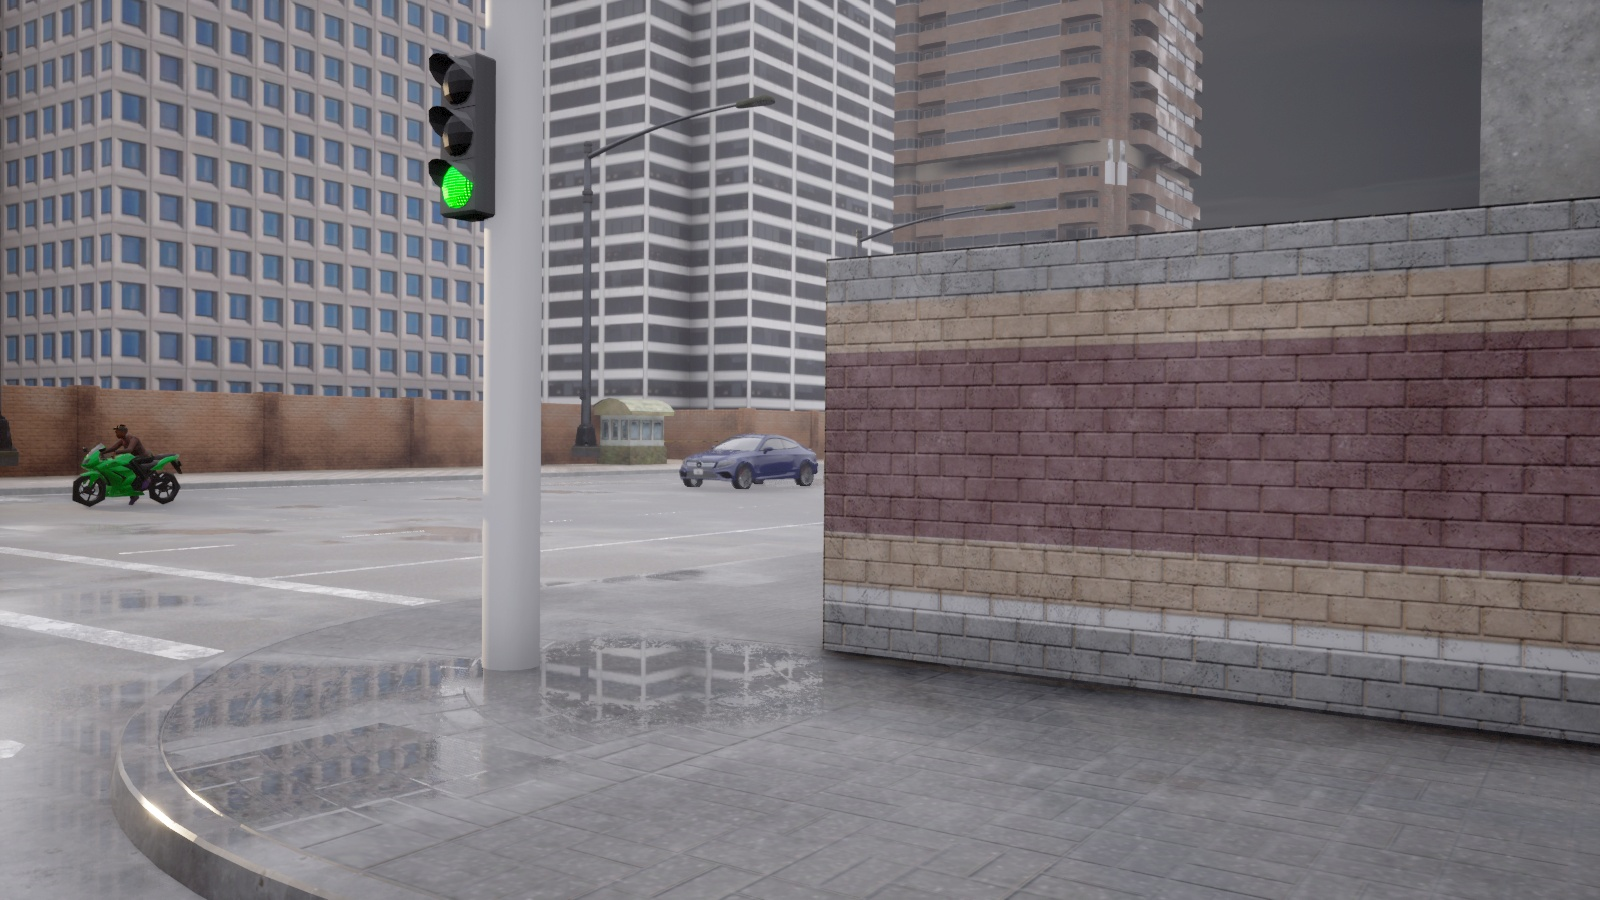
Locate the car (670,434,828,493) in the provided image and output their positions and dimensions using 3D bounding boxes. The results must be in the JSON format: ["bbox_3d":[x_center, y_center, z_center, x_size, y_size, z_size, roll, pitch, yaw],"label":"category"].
[{"bbox_3d":[-1.291,0.308,33.773,1.812,1.442,4.674,0,1,34],"label":"car"}]

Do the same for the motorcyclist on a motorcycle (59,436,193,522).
[{"bbox_3d":[-12.533,0.507,23.413,0.797,1.523,2.044,0,1,34],"label":"motorcyclist on a motorcycle"}]
